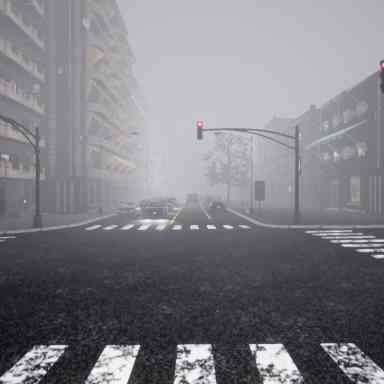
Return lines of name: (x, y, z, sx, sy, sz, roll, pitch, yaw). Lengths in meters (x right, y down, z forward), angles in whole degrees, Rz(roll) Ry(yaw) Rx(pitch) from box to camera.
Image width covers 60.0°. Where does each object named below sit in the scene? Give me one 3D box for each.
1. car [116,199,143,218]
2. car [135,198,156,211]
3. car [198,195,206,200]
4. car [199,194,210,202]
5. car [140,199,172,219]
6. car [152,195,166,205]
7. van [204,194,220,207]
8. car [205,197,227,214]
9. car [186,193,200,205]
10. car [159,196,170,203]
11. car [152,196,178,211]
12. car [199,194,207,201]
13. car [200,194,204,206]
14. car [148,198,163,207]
car: (-5.688, 1.543, 30.158, 2.008, 1.369, 4.403, 0, 0, 0)
car: (-5.685, 1.531, 41.225, 1.887, 1.381, 4.507, 0, 0, 0)
car: (2.705, 1.496, 91.018, 1.887, 1.381, 4.507, 0, 0, 0)
car: (2.700, 1.280, 74.418, 2.192, 1.841, 5.009, 0, 0, 0)
car: (-3.103, 1.556, 29.319, 1.994, 1.385, 4.181, 0, 0, -1)
car: (-5.683, 1.417, 57.826, 1.967, 1.590, 4.097, 0, 0, 0)
van: (2.694, 1.327, 41.216, 1.690, 1.788, 3.998, 0, 0, 0)
car: (2.695, 1.555, 35.683, 1.947, 1.339, 4.313, 0, 0, 0)
car: (0.109, 1.201, 56.458, 2.150, 2.045, 5.566, 0, 0, 0)
car: (-5.680, 1.552, 68.893, 1.802, 1.307, 4.206, 0, 0, 0)
car: (-3.092, 1.535, 38.666, 2.033, 1.411, 5.357, 0, 0, 0)
car: (2.703, 1.396, 85.484, 1.967, 1.590, 4.097, 0, 0, 0)
car: (2.697, 1.420, 52.284, 1.967, 1.590, 4.097, 0, 0, 0)
car: (-5.683, 1.562, 52.293, 1.802, 1.307, 4.206, 0, 0, 0)
